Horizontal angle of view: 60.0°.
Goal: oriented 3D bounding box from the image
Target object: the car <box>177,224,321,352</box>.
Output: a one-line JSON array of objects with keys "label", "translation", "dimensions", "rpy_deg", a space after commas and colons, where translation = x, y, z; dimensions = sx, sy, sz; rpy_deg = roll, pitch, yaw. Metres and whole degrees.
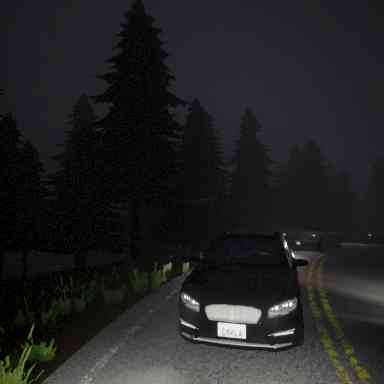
[{"label": "car", "translation": [1.136, 1.562, 6.612], "dimensions": [2.128, 1.511, 4.902], "rpy_deg": [-1, -2, 15]}]

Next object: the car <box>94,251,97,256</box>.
[{"label": "car", "translation": [-20.232, 13.650, 72.989], "dimensions": [4.181, 1.381, 1.994], "rpy_deg": [-2, -5, 31]}]

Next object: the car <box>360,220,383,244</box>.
[{"label": "car", "translation": [15.869, 3.227, 26.465], "dimensions": [5.566, 2.045, 2.150], "rpy_deg": [8, -8, -28]}]

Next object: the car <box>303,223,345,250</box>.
[{"label": "car", "translation": [6.513, 2.309, 17.708], "dimensions": [1.895, 1.301, 4.718], "rpy_deg": [-3, -6, 39]}]
